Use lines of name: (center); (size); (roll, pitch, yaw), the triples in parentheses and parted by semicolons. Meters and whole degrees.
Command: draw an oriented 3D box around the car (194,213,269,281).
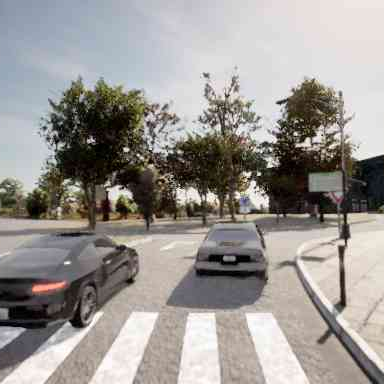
car: (1.308, 1.583, 9.978); (2.033, 1.411, 5.357); (-1, -1, 11)

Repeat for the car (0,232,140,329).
car: (-2.489, 1.573, 7.005); (1.812, 1.442, 4.674); (-1, 0, 6)

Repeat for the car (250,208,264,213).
car: (13.132, 4.242, 70.936); (1.837, 1.490, 4.892); (3, -6, -34)
